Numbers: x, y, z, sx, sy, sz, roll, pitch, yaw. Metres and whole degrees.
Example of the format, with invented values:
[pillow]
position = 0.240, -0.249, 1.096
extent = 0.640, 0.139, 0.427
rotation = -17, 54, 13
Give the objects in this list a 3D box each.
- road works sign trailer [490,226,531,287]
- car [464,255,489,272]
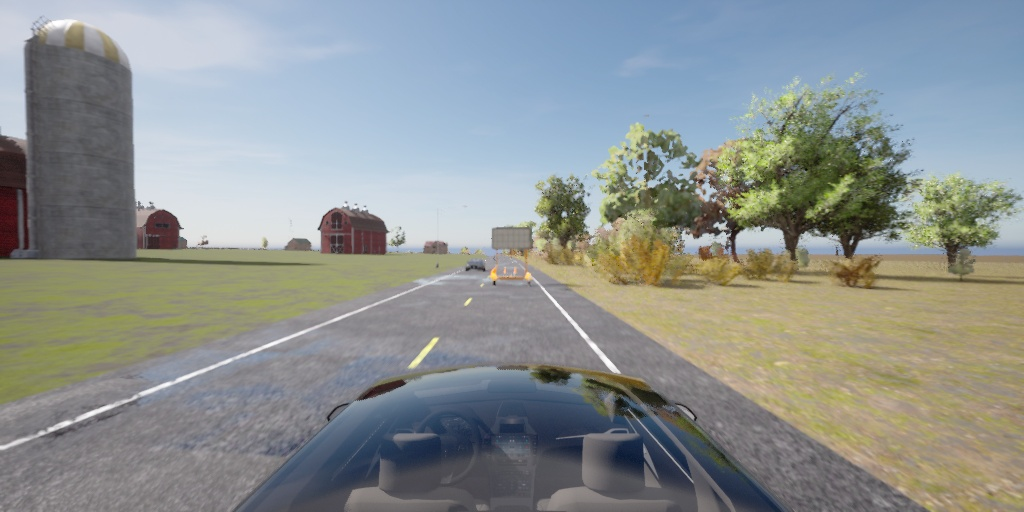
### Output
[road works sign trailer]
position = -0.045, -0.015, 22.012
extent = 2.380, 3.560, 2.880
rotation = 0, 0, -1
[car]
position = -3.785, 0.913, 37.699
extent = 1.994, 1.385, 4.181
rotation = 0, 1, 0
